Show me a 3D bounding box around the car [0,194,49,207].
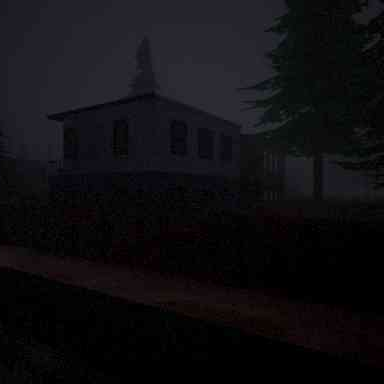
[{"bbox_3d":[-14.765,1.202,29.609,2.150,2.045,5.566,0,0,27],"label":"car"}]
